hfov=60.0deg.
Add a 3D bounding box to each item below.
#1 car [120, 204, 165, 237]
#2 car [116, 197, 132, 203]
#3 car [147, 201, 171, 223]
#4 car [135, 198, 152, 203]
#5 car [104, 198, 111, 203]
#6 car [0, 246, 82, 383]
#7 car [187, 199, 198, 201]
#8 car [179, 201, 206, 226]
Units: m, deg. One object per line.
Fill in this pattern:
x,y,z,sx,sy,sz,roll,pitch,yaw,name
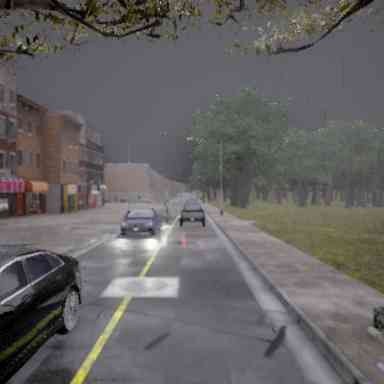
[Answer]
-2.832,1.647,19.220,1.812,1.442,4.674,0,0,0,car
-18.718,2.156,91.592,4.097,1.590,1.967,0,0,0,car
-2.774,1.748,27.457,1.812,1.442,4.674,0,0,0,car
-13.347,2.271,91.629,4.829,1.417,1.752,0,0,0,car
-24.259,2.268,91.556,4.206,1.307,1.802,0,0,0,car
-2.850,1.518,4.030,2.128,1.511,4.902,0,0,0,car
0.038,1.668,42.478,2.097,1.767,4.553,0,-1,0,car
0.047,1.652,24.958,2.128,1.511,4.902,0,0,0,car
